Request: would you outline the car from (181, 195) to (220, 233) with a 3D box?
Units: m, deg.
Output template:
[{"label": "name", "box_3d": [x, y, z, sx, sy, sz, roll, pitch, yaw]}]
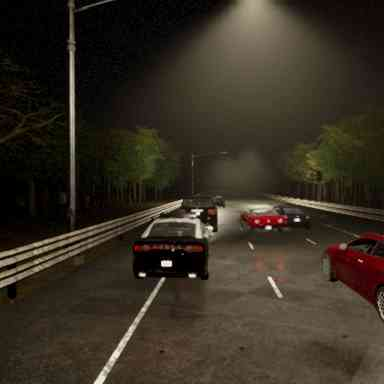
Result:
[{"label": "car", "box_3d": [0.475, 1.214, 19.998, 2.150, 2.045, 5.566, 0, 0, 5]}]

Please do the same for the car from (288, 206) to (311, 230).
[{"label": "car", "box_3d": [5.929, 1.565, 21.206, 1.994, 1.385, 4.181, 1, 0, -4]}]

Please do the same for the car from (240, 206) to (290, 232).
[{"label": "car", "box_3d": [4.044, 1.584, 19.798, 1.895, 1.301, 4.718, -3, 0, 0]}]

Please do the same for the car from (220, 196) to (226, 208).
[{"label": "car", "box_3d": [3.692, 1.527, 46.390, 2.033, 1.411, 5.357, 0, 0, 5]}]

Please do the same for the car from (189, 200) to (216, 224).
[{"label": "car", "box_3d": [0.949, 1.467, 25.951, 1.882, 1.535, 5.008, 0, 0, 5]}]

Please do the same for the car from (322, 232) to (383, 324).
[{"label": "car", "box_3d": [4.170, 1.522, 6.704, 1.812, 1.442, 4.674, 0, 0, 3]}]

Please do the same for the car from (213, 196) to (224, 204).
[{"label": "car", "box_3d": [5.115, 1.463, 64.219, 2.128, 1.511, 4.902, 0, 0, 5]}]

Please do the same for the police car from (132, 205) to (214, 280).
[{"label": "police car", "box_3d": [-0.398, 1.421, 10.124, 1.930, 1.638, 5.238, 0, 0, 4]}]
